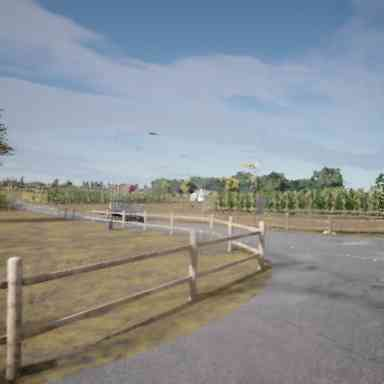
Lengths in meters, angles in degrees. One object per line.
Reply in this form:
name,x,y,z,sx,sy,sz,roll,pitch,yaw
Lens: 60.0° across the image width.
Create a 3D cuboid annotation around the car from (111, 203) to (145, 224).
car,-6.848,2.225,35.025,2.150,2.045,5.566,3,-4,-34
